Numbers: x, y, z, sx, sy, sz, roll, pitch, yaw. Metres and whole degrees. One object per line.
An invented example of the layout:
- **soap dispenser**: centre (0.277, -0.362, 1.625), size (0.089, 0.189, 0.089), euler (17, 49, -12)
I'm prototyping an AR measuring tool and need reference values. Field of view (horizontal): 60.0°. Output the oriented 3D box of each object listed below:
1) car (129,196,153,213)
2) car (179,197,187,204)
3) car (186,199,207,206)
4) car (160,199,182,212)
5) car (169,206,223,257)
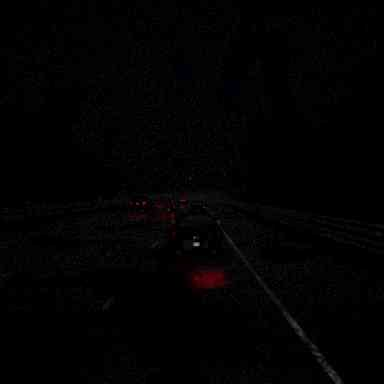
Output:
- **car**: centre (-6.250, 1.507, 41.333), size (2.150, 2.045, 5.566), euler (0, -1, 2)
- **car**: centre (-1.751, 1.808, 64.681), size (1.837, 1.490, 4.892), euler (0, -2, 3)
- **car**: centre (0.639, 1.769, 37.215), size (1.812, 1.442, 4.674), euler (0, 0, 2)
- **car**: centre (-2.719, 1.889, 42.772), size (1.895, 1.301, 4.718), euler (0, 0, 2)
- **car**: centre (0.167, 1.566, 13.362), size (1.882, 1.535, 5.008), euler (0, 0, 1)
